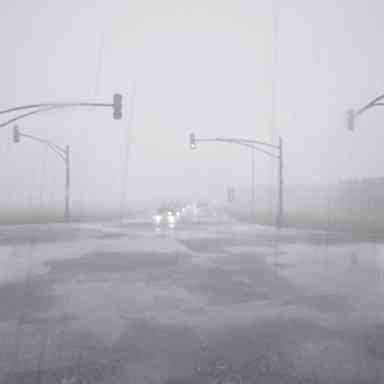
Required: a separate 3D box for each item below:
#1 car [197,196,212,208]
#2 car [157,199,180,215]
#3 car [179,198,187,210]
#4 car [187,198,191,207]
[{"bbox_3d":[1.737,1.873,53.879,2.033,1.411,5.357,0,0,3],"label":"car"},{"bbox_3d":[-2.782,1.838,37.885,1.895,1.301,4.718,0,0,3],"label":"car"},{"bbox_3d":[-2.321,1.782,47.200,2.128,1.511,4.902,0,0,3],"label":"car"},{"bbox_3d":[-1.778,1.834,56.548,2.128,1.511,4.902,0,0,4],"label":"car"}]
